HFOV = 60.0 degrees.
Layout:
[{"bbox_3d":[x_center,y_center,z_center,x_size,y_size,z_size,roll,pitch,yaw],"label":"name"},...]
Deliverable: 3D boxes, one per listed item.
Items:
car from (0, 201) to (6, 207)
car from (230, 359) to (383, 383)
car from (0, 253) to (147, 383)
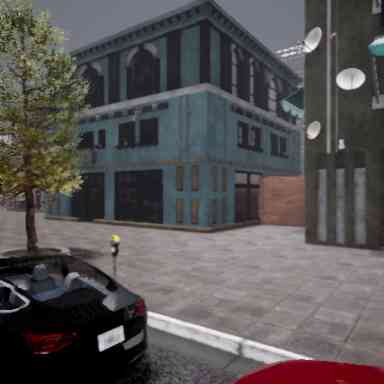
[{"bbox_3d":[-27.772,1.585,51.490,1.887,1.381,4.507,0,0,35],"label":"car"},{"bbox_3d":[1.978,1.584,1.464,4.206,1.307,1.802,0,0,35],"label":"car"},{"bbox_3d":[-2.533,1.557,4.680,4.313,1.339,1.947,0,0,35],"label":"car"}]
